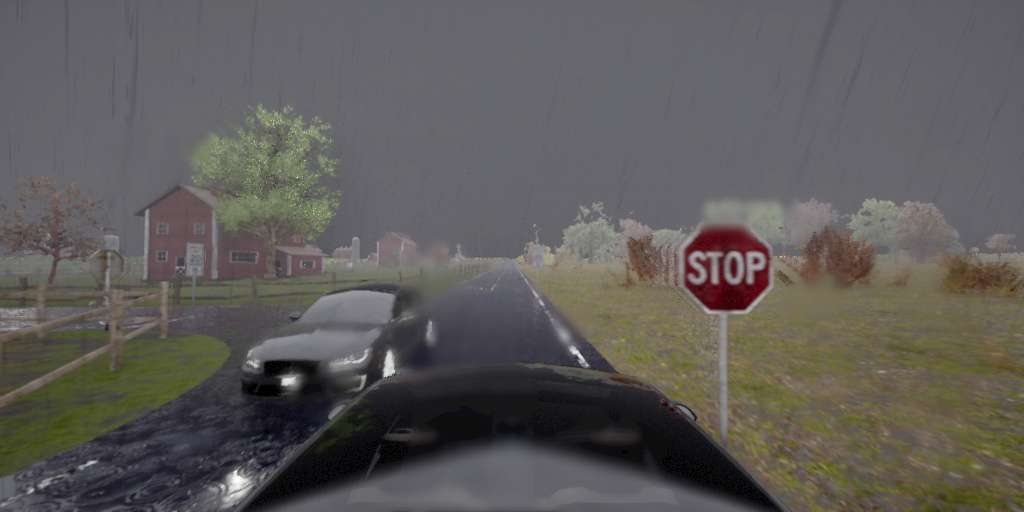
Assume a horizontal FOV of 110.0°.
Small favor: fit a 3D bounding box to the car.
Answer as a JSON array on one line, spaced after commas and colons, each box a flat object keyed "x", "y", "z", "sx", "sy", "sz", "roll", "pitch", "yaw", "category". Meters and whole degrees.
[{"x": -2.751, "y": 1.329, "z": 6.871, "sx": 1.837, "sy": 1.490, "sz": 4.892, "roll": 0, "pitch": -1, "yaw": 0, "category": "car"}]
